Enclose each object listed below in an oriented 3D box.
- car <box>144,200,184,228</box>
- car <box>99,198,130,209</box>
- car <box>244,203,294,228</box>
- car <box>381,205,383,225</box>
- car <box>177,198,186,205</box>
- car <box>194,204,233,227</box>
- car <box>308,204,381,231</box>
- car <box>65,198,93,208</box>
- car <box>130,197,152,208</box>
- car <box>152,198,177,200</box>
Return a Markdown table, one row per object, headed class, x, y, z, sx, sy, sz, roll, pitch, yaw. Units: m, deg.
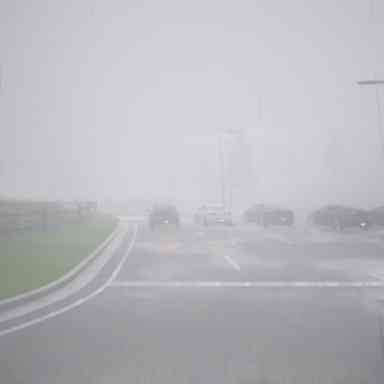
| class | x | y | z | sx | sy | sz | roll | pitch | yaw |
| --- | --- | --- | --- | --- | --- | --- | --- | --- | --- |
| car | -1.973 | 1.521 | 22.156 | 1.837 | 1.490 | 4.892 | 0 | 0 | -11 |
| car | -11.369 | 1.574 | 47.429 | 4.674 | 1.442 | 1.812 | 0 | 0 | 43 |
| car | 5.069 | 1.479 | 22.494 | 1.882 | 1.535 | 5.008 | 0 | 0 | -10 |
| car | 12.467 | 1.462 | 20.555 | 1.882 | 1.535 | 5.008 | 0 | 0 | -8 |
| car | -3.290 | 1.636 | 54.329 | 4.718 | 1.301 | 1.895 | 0 | 0 | 44 |
| car | 1.426 | 1.535 | 22.938 | 1.812 | 1.442 | 4.674 | 0 | 0 | -11 |
| car | 8.954 | 1.497 | 20.465 | 1.837 | 1.490 | 4.892 | 0 | 0 | -8 |
| car | -15.919 | 1.535 | 46.792 | 5.008 | 1.535 | 1.882 | 0 | 0 | 39 |
| car | -8.667 | 1.522 | 49.680 | 5.008 | 1.535 | 1.882 | 0 | 0 | 43 |
| car | -5.294 | 1.586 | 51.382 | 5.357 | 1.411 | 2.033 | 0 | 0 | 44 |
